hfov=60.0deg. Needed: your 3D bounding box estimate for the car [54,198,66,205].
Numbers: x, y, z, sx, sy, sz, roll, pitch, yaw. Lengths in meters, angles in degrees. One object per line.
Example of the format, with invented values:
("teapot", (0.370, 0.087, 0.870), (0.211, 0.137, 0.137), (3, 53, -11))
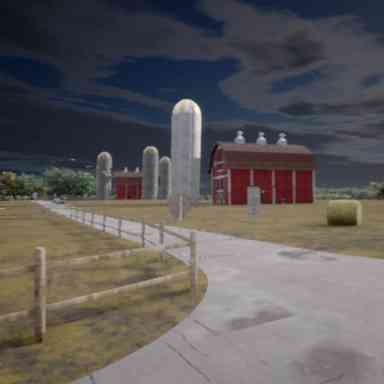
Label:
("car", (-33.708, 2.549, 85.586), (1.895, 1.301, 4.718), (2, -1, -28))
